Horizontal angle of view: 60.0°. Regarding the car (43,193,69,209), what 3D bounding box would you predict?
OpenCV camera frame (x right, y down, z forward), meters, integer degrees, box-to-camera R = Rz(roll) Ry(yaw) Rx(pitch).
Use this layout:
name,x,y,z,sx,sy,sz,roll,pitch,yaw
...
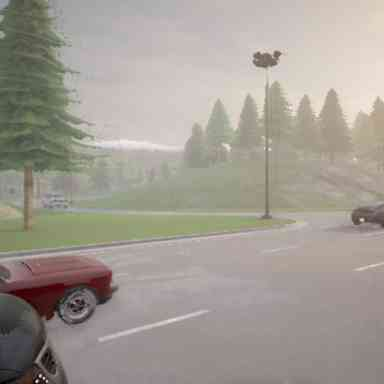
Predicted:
name,x,y,z,sx,sy,sz,roll,pitch,yaw
car,-18.194,1.154,44.156,2.150,2.045,5.566,-1,0,-37

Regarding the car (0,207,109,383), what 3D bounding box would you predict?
name,x,y,z,sx,sy,sz,roll,pitch,yaw
car,-3.415,1.235,1.309,5.566,2.045,2.150,0,0,-36

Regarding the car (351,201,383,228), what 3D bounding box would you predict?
name,x,y,z,sx,sy,sz,roll,pitch,yaw
car,11.896,1.361,20.825,4.892,1.490,1.837,0,0,-36

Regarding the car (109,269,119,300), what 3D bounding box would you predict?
name,x,y,z,sx,sy,sz,roll,pitch,yaw
car,-3.675,1.601,5.424,4.718,1.301,1.895,0,0,-36
